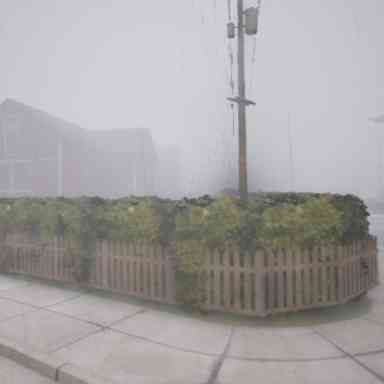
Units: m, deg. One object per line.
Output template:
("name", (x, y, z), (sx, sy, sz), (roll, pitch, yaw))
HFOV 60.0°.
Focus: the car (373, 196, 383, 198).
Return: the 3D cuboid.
("car", (30.619, 1.428, 54.713), (4.892, 1.490, 1.837), (-1, -1, 44))
